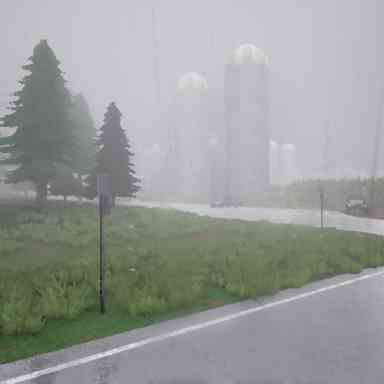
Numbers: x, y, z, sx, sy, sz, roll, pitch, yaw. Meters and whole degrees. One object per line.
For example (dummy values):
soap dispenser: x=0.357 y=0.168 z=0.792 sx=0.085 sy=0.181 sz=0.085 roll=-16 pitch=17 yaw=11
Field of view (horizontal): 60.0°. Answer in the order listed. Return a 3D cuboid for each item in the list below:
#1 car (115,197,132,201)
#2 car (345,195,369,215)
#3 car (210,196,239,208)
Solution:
car: x=-15.100 y=1.401 z=71.354 sx=4.181 sy=1.381 sz=1.994 roll=0 pitch=0 yaw=-36
car: x=15.945 y=1.208 z=32.242 sx=1.905 sy=1.878 sz=3.866 roll=0 pitch=0 yaw=24
car: x=4.314 y=1.335 z=44.654 sx=3.988 sy=1.617 sz=1.851 roll=0 pitch=0 yaw=-36
